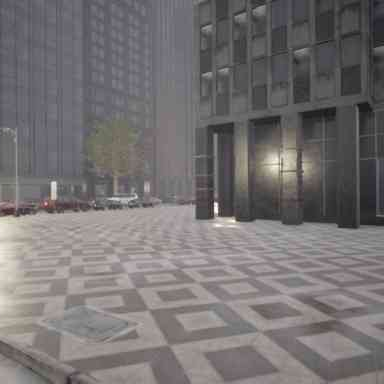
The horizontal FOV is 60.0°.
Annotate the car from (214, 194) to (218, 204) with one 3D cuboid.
[{"bbox_3d":[3.093,1.222,57.754,2.192,1.841,5.009,-1,0,35],"label":"car"}]

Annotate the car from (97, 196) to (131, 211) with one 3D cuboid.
[{"bbox_3d":[-9.729,1.524,39.199,1.947,1.339,4.313,-1,0,35],"label":"car"}]

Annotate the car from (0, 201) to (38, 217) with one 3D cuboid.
[{"bbox_3d":[-17.566,1.584,32.403,1.994,1.385,4.181,-1,0,35],"label":"car"}]

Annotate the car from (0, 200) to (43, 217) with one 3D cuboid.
[{"bbox_3d":[-16.141,1.576,29.921,1.802,1.307,4.206,-1,0,35],"label":"car"}]

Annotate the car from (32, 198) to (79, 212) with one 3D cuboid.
[{"bbox_3d":[-16.272,1.513,39.881,1.882,1.535,5.008,-1,0,35],"label":"car"}]

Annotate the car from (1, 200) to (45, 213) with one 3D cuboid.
[{"bbox_3d":[-19.945,1.641,39.410,1.947,1.339,4.313,-1,0,35],"label":"car"}]

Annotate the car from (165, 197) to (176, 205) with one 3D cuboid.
[{"bbox_3d":[-1.742,1.439,55.345,2.128,1.511,4.902,-1,0,35],"label":"car"}]

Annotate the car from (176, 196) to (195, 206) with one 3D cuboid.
[{"bbox_3d":[-0.111,1.462,53.114,1.887,1.381,4.507,-1,0,35],"label":"car"}]

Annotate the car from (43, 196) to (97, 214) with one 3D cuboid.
[{"bbox_3d":[-12.937,1.289,34.561,2.192,1.841,5.009,-1,0,35],"label":"car"}]

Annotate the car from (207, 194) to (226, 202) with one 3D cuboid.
[{"bbox_3d":[5.705,1.296,76.524,2.192,1.841,5.009,-1,0,35],"label":"car"}]

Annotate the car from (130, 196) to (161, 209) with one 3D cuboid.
[{"bbox_3d":[-6.523,1.508,43.836,1.947,1.339,4.313,-1,0,35],"label":"car"}]

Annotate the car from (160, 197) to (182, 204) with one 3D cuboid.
[{"bbox_3d":[-3.913,1.574,62.606,1.947,1.339,4.313,-1,0,35],"label":"car"}]

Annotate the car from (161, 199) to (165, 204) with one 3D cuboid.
[{"bbox_3d":[-7.217,1.544,57.826,1.752,1.417,4.829,-1,0,35],"label":"car"}]

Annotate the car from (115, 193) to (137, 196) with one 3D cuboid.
[{"bbox_3d":[-10.204,1.228,48.652,2.150,2.045,5.566,-1,0,34],"label":"car"}]

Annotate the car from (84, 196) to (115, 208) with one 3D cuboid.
[{"bbox_3d":[-13.534,1.483,48.688,1.967,1.590,4.097,-1,0,35],"label":"car"}]
